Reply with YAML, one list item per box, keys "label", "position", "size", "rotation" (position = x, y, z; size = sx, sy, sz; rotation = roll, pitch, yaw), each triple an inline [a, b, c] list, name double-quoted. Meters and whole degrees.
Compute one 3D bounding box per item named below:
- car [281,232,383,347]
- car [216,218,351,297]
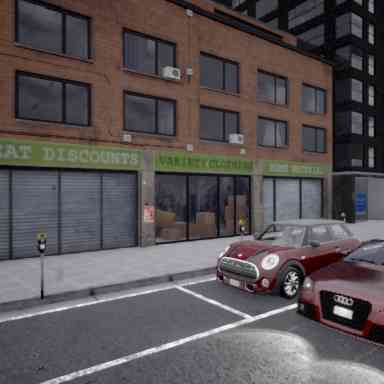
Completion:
- label: "car"
  position: [3.813, 1.566, 6.003]
  size: [4.181, 1.385, 1.994]
  rotation: [0, 0, -36]
- label: "car"
  position: [2.536, 1.442, 8.373]
  size: [4.097, 1.590, 1.967]
  rotation: [0, 0, -36]
